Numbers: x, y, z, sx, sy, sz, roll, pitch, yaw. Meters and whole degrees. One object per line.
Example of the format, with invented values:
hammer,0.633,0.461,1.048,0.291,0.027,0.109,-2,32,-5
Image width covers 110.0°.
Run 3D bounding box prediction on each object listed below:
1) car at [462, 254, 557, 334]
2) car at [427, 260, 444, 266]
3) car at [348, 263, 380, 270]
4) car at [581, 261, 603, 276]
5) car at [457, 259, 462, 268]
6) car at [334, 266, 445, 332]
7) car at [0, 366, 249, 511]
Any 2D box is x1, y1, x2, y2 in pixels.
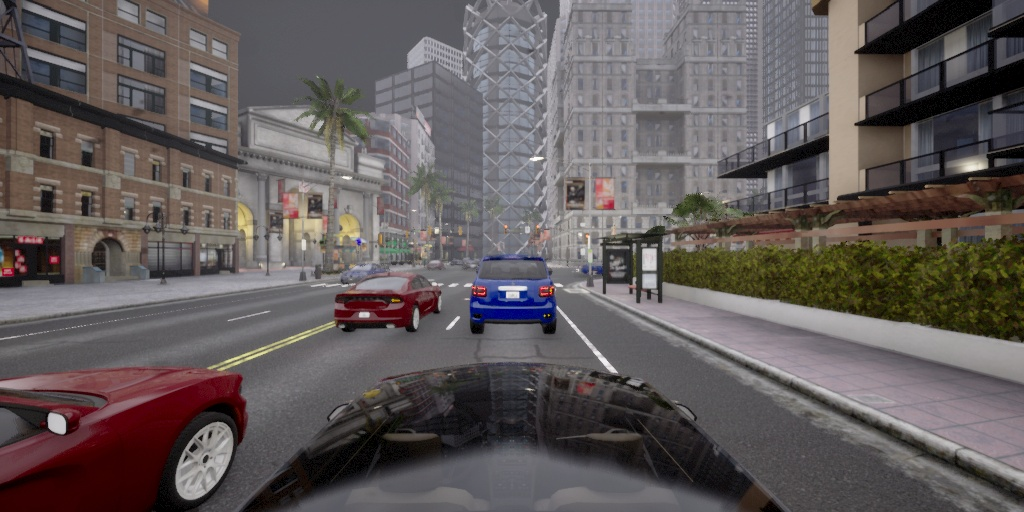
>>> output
car,0.054,0.971,10.763,2.150,2.045,5.566,0,0,1
car,-10.586,1.273,49.945,1.812,1.442,4.674,0,0,0
car,-10.581,1.274,25.878,1.812,1.442,4.674,0,0,0
car,9.383,1.225,35.672,5.008,1.535,1.882,0,0,3
car,-5.912,1.238,50.200,2.128,1.511,4.902,0,0,-17
car,-3.441,1.227,10.873,1.882,1.535,5.008,0,0,0
car,-3.390,1.228,1.294,1.882,1.535,5.008,0,0,0
